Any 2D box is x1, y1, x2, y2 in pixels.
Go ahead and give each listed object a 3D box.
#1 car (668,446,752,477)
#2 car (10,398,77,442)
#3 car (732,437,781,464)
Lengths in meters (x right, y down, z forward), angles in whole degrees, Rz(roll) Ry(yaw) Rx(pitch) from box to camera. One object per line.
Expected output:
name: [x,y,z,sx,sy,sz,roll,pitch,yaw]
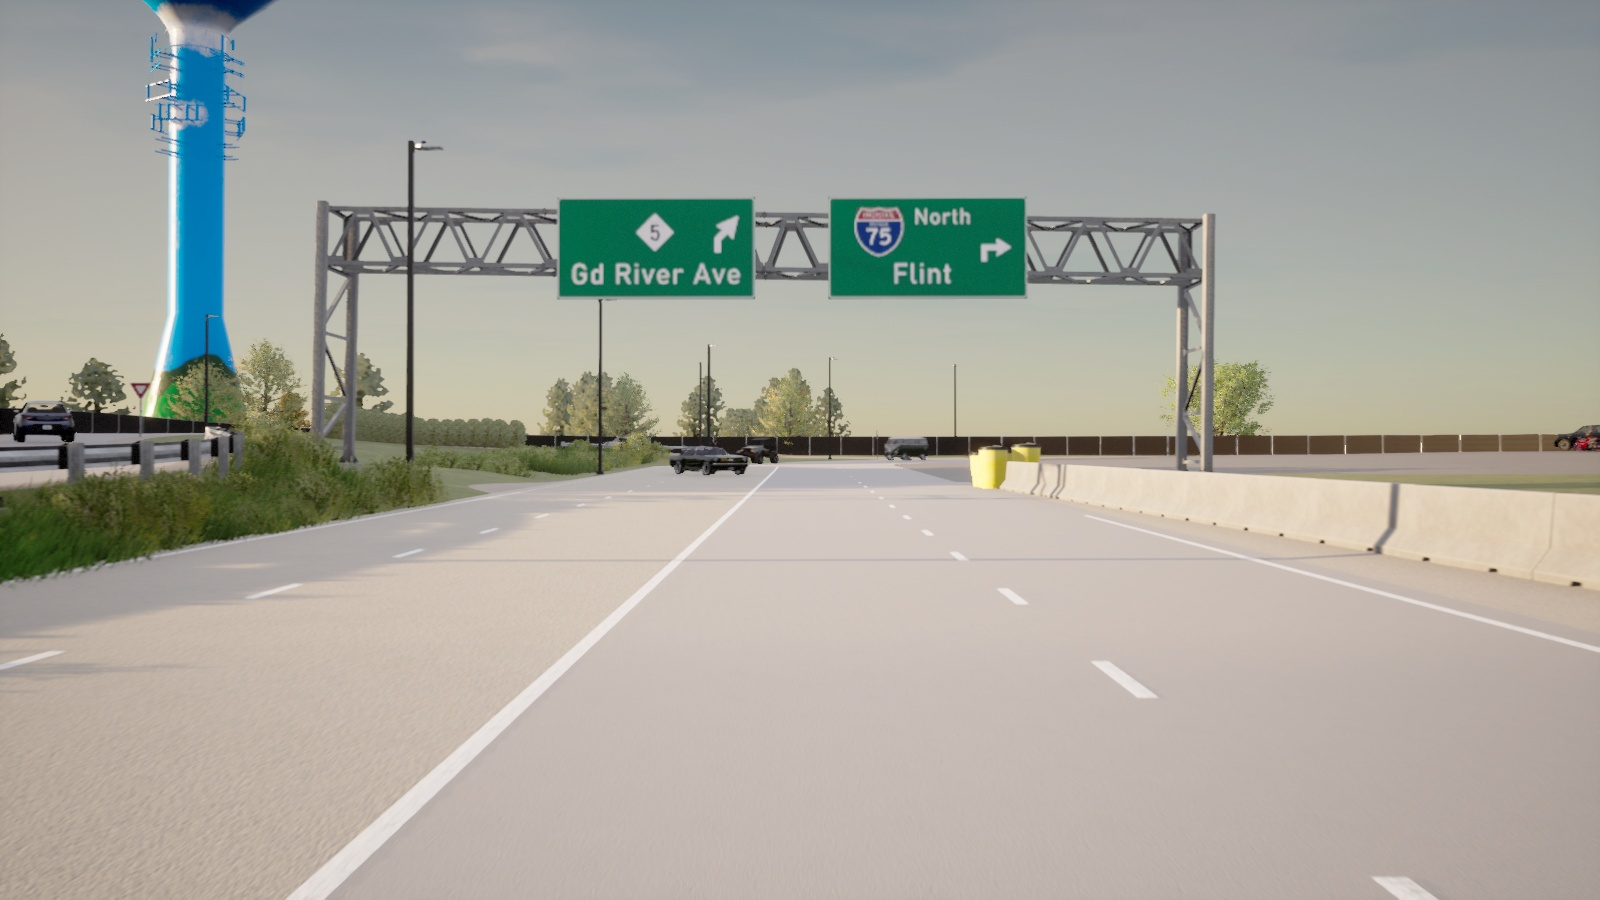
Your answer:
car: [-4.145,0.491,57.215,1.895,1.301,4.718,0,0,-31]
car: [-27.196,-1.076,45.081,1.816,1.474,4.193,0,2,-34]
car: [-3.079,0.066,90.185,1.905,1.878,3.866,0,0,26]
